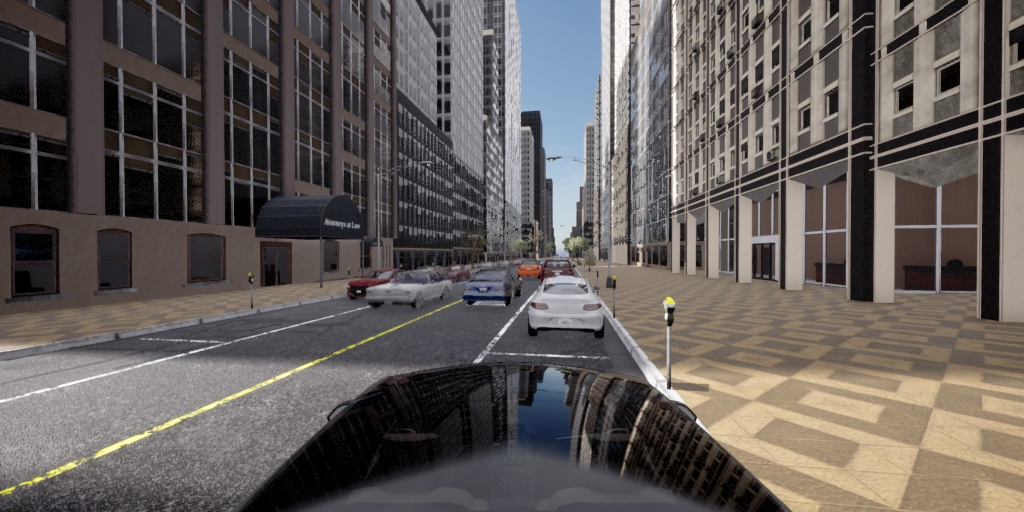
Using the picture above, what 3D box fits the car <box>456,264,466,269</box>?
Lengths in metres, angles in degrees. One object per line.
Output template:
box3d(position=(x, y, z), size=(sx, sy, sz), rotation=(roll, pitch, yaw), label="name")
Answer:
box3d(position=(-4.586, 1.327, 28.941), size=(1.802, 1.307, 4.207), rotation=(0, 0, 9), label="car")

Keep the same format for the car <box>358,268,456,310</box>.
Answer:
box3d(position=(-4.082, 1.348, 14.918), size=(1.895, 1.301, 4.718), rotation=(0, 0, 9), label="car")

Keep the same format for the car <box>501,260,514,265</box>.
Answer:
box3d(position=(-1.196, 1.290, 51.421), size=(2.007, 1.370, 4.403), rotation=(0, 0, 9), label="car")

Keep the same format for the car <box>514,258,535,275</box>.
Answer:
box3d(position=(1.758, 1.096, 32.842), size=(2.097, 1.767, 4.553), rotation=(0, 0, 9), label="car")

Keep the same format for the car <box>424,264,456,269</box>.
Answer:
box3d(position=(-5.435, 1.296, 23.321), size=(2.007, 1.370, 4.403), rotation=(0, 0, 9), label="car")

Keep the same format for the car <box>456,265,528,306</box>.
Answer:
box3d(position=(-0.693, 1.294, 15.915), size=(2.033, 1.411, 5.357), rotation=(0, 0, 9), label="car")

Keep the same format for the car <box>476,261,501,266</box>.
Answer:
box3d(position=(-2.891, 1.293, 40.182), size=(2.007, 1.370, 4.403), rotation=(0, 0, 9), label="car")

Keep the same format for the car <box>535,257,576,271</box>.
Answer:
box3d(position=(2.853, 1.060, 22.071), size=(2.192, 1.841, 5.009), rotation=(0, 0, 9), label="car")

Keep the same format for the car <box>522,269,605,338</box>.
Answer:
box3d(position=(1.514, 1.274, 10.116), size=(1.812, 1.442, 4.674), rotation=(0, 0, 9), label="car")

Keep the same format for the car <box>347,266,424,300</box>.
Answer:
box3d(position=(-6.281, 1.292, 17.701), size=(1.888, 1.381, 4.507), rotation=(0, 0, 9), label="car")
